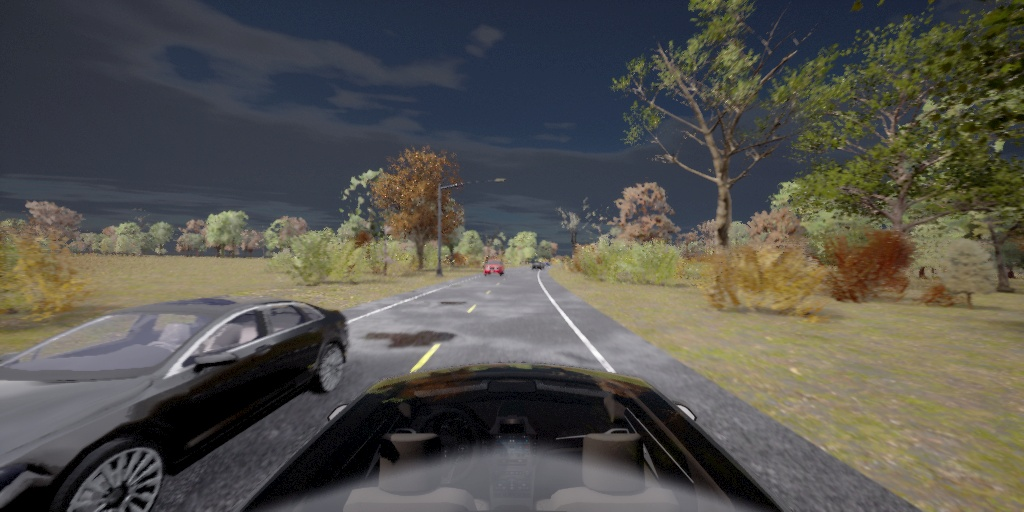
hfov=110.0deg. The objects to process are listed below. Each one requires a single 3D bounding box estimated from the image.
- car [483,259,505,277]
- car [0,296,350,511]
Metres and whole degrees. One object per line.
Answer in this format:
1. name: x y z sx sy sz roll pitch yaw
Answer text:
1. car: -2.129 1.420 44.180 2.150 2.045 5.566 0 -1 4
2. car: -3.577 1.256 3.938 2.128 1.511 4.902 0 -1 0
